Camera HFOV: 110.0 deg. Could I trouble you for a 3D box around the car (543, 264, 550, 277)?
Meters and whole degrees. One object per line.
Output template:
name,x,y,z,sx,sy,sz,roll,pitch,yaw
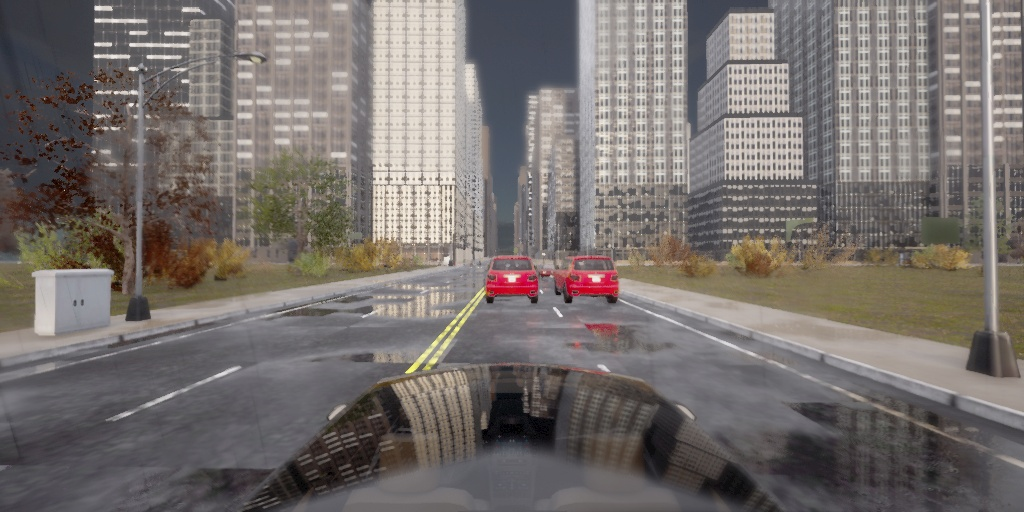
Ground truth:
car,3.261,1.360,31.507,1.895,1.301,4.718,0,0,0

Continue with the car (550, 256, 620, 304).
car,3.255,1.007,16.507,2.150,2.045,5.566,0,0,0

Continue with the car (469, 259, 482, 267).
car,-6.477,1.269,64.505,1.812,1.442,4.674,0,0,0

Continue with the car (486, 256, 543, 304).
car,0.005,1.007,16.508,2.150,2.045,5.566,0,0,0
